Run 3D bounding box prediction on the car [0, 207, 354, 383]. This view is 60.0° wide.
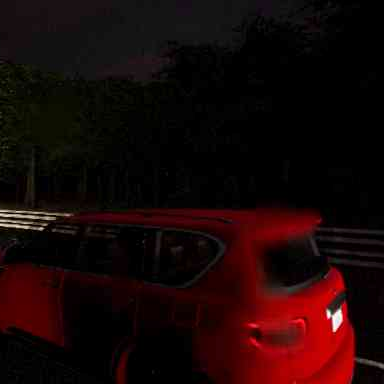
[{"bbox_3d":[-0.899,1.229,4.511,5.566,2.045,2.150,0,0,35],"label":"car"}]
